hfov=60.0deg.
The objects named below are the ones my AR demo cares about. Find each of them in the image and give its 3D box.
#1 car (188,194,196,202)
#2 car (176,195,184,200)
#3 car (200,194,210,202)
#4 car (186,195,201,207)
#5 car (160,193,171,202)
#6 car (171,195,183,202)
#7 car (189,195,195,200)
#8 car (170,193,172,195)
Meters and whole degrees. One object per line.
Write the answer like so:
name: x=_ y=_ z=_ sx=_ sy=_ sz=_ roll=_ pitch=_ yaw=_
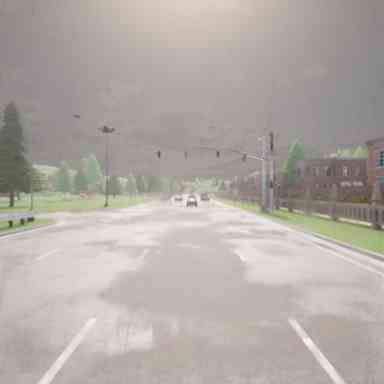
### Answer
car: x=0.011 y=1.512 z=84.912 sx=2.097 sy=1.767 sz=4.553 roll=0 pitch=0 yaw=0
car: x=-3.488 y=1.556 z=94.946 sx=2.033 sy=1.411 sz=5.357 roll=0 pitch=0 yaw=0
car: x=3.511 y=1.752 z=84.971 sx=1.895 sy=1.301 sz=4.718 roll=0 pitch=0 yaw=0
car: x=0.007 y=1.652 z=53.912 sx=2.033 sy=1.411 sz=5.357 roll=0 pitch=0 yaw=0
car: x=-6.989 y=1.681 z=84.942 sx=1.812 sy=1.442 sz=4.674 roll=0 pitch=0 yaw=0
car: x=-3.489 y=1.709 z=84.942 sx=1.994 sy=1.385 sz=4.181 roll=0 pitch=0 yaw=0
car: x=0.012 y=1.516 z=94.945 sx=1.837 sy=1.490 sz=4.892 roll=0 pitch=0 yaw=0
car: x=-6.988 y=1.241 z=94.977 sx=2.150 sy=2.045 sz=5.566 roll=0 pitch=0 yaw=0
